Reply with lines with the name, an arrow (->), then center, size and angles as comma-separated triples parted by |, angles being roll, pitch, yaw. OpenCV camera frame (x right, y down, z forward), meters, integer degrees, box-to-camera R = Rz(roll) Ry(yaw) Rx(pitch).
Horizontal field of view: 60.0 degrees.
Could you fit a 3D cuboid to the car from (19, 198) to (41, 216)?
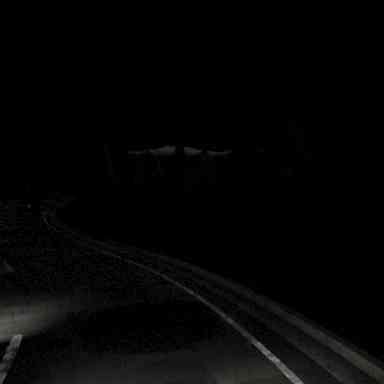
car -> -19.621, 1.790, 40.245 | 2.150, 2.045, 5.566 | 0, -1, -23
